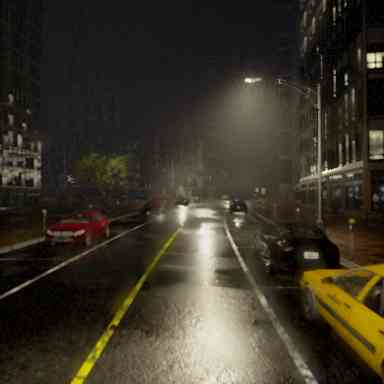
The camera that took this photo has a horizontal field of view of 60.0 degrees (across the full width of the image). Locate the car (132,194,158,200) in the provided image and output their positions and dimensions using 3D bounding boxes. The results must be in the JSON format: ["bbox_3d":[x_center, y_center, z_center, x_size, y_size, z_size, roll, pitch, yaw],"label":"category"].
[{"bbox_3d":[-10.681,1.454,76.135,4.313,1.339,1.947,0,-1,19],"label":"car"}]

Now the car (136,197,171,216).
[{"bbox_3d":[-3.623,1.481,31.657,1.947,1.339,4.313,1,0,6],"label":"car"}]

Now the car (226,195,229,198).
[{"bbox_3d":[5.275,1.326,38.667,1.967,1.590,4.097,1,0,8],"label":"car"}]

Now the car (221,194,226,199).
[{"bbox_3d":[9.487,1.378,94.735,1.752,1.417,4.829,1,0,18],"label":"car"}]

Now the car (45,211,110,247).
[{"bbox_3d":[-4.912,1.537,14.871,1.802,1.307,4.206,1,0,3],"label":"car"}]

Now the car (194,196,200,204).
[{"bbox_3d":[0.384,1.416,58.624,2.008,1.369,4.403,1,0,11],"label":"car"}]

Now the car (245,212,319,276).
[{"bbox_3d":[2.904,1.532,9.963,1.947,1.339,4.313,1,0,2],"label":"car"}]

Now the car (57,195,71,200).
[{"bbox_3d":[-31.788,1.469,83.539,4.097,1.590,1.967,0,-1,19],"label":"car"}]

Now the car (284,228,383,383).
[{"bbox_3d":[2.761,1.511,4.288,1.752,1.417,4.829,1,0,1],"label":"car"}]

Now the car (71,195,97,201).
[{"bbox_3d":[-26.511,1.544,81.686,4.403,1.369,2.008,0,-1,19],"label":"car"}]

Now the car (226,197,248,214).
[{"bbox_3d":[4.589,1.465,33.022,1.947,1.339,4.313,1,0,6],"label":"car"}]

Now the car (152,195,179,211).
[{"bbox_3d":[-3.023,1.430,36.951,1.752,1.417,4.829,1,0,7],"label":"car"}]

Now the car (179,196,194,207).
[{"bbox_3d":[-1.488,1.433,47.971,2.008,1.369,4.403,1,0,9],"label":"car"}]

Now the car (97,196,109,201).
[{"bbox_3d":[-24.078,1.646,89.183,4.829,1.417,1.752,0,-1,19],"label":"car"}]

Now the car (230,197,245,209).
[{"bbox_3d":[6.053,1.416,44.257,1.887,1.381,4.507,1,0,9],"label":"car"}]

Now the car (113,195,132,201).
[{"bbox_3d":[-15.958,1.474,77.985,4.403,1.369,2.008,0,-1,19],"label":"car"}]

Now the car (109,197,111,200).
[{"bbox_3d":[-18.638,1.635,87.275,4.403,1.369,2.008,0,-1,19],"label":"car"}]
